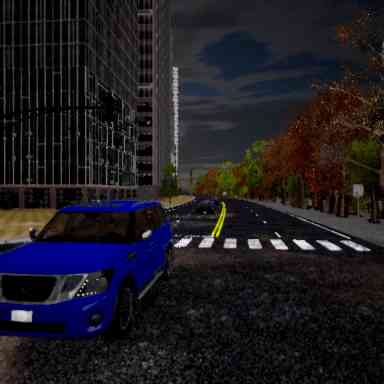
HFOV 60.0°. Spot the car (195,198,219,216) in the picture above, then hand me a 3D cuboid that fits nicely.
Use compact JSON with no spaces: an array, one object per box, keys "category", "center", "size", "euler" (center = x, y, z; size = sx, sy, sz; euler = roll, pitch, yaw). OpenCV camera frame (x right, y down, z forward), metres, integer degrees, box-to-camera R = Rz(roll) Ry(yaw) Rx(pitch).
[{"category":"car","center":[1.430,1.580,32.893],"size":[1.895,1.301,4.718],"euler":[0,0,6]}]

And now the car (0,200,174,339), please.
[{"category":"car","center":[-1.824,1.236,7.038],"size":[2.150,2.045,5.566],"euler":[0,0,8]}]

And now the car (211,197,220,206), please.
[{"category":"car","center":[3.646,1.544,54.729],"size":[1.895,1.301,4.718],"euler":[0,0,5]}]
